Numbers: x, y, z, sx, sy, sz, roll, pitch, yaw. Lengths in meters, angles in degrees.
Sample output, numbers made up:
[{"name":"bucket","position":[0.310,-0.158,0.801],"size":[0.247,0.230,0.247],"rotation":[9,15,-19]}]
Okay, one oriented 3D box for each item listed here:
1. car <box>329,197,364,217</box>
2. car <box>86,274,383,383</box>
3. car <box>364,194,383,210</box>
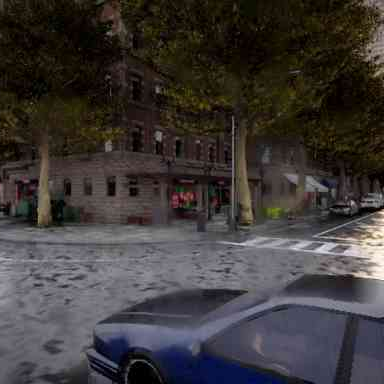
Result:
[{"name":"car","position":[14.494,1.481,31.651],"size":[2.231,1.521,4.892],"rotation":[0,0,36]},{"name":"car","position":[1.392,1.547,2.996],"size":[5.357,1.411,2.033],"rotation":[0,0,36]},{"name":"car","position":[23.355,1.229,42.974],"size":[2.435,2.045,5.566],"rotation":[0,0,36]}]
